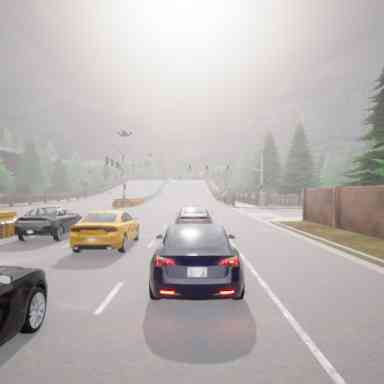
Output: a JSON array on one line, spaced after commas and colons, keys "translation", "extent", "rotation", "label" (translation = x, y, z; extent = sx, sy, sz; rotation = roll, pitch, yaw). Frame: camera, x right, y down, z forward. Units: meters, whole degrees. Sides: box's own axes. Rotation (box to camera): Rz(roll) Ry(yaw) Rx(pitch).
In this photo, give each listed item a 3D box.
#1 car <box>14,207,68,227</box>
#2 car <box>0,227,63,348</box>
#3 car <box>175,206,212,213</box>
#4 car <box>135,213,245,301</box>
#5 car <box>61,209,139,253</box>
[{"translation": [-6.909, 1.490, 16.599], "extent": [2.128, 1.511, 4.902], "rotation": [0, 0, 0], "label": "car"}, {"translation": [-3.400, 1.477, 3.737], "extent": [1.882, 1.535, 5.008], "rotation": [0, 0, 0], "label": "car"}, {"translation": [0.090, 1.491, 17.491], "extent": [2.128, 1.511, 4.902], "rotation": [0, 0, 0], "label": "car"}, {"translation": [0.096, 1.503, 8.400], "extent": [2.163, 1.488, 4.792], "rotation": [0, 0, 0], "label": "car"}, {"translation": [-3.407, 1.477, 13.754], "extent": [1.882, 1.535, 5.008], "rotation": [0, 0, 0], "label": "car"}]
